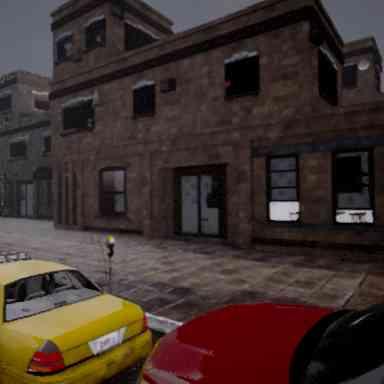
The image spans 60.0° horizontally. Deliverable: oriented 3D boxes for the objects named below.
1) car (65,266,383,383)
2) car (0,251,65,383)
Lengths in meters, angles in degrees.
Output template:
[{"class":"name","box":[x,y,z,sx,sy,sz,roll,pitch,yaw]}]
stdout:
[{"class":"car","box":[1.883,1.311,1.548,5.009,1.841,2.192,0,-1,36]},{"class":"car","box":[-2.771,1.554,4.866,4.829,1.417,1.752,0,-1,36]}]
